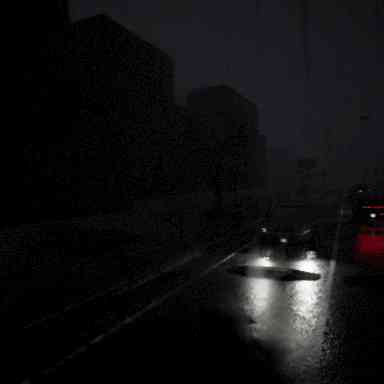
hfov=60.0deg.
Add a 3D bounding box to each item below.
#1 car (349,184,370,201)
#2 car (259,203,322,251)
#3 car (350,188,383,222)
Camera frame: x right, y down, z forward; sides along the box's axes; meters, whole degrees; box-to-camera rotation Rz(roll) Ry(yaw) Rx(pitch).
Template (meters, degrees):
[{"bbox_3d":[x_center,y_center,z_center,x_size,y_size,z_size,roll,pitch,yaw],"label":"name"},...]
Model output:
[{"bbox_3d":[18.139,-0.191,35.877,1.994,1.385,4.181,-1,3,25],"label":"car"},{"bbox_3d":[3.939,1.205,12.848,1.812,1.442,4.674,-1,2,25],"label":"car"},{"bbox_3d":[10.257,0.801,19.117,1.837,1.490,4.892,-1,3,25],"label":"car"}]
